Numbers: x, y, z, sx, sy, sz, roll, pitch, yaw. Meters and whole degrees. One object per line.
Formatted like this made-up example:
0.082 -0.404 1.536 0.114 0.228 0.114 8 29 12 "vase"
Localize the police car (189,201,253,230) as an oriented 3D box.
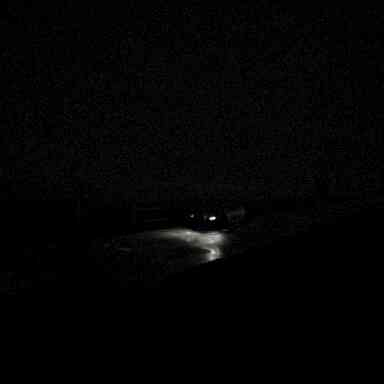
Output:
1.759 1.350 19.958 2.038 1.542 4.974 2 1 37 "police car"
